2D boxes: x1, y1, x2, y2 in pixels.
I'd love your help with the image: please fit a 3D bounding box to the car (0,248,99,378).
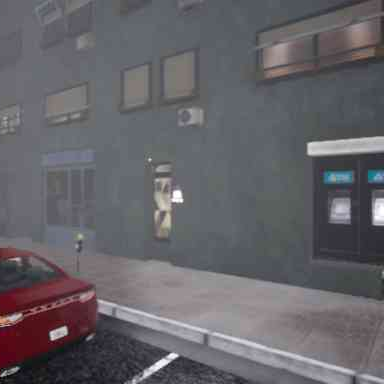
[{"bbox_3d":[-3.421,1.581,5.308,4.507,1.381,1.887,0,0,36],"label":"car"}]
